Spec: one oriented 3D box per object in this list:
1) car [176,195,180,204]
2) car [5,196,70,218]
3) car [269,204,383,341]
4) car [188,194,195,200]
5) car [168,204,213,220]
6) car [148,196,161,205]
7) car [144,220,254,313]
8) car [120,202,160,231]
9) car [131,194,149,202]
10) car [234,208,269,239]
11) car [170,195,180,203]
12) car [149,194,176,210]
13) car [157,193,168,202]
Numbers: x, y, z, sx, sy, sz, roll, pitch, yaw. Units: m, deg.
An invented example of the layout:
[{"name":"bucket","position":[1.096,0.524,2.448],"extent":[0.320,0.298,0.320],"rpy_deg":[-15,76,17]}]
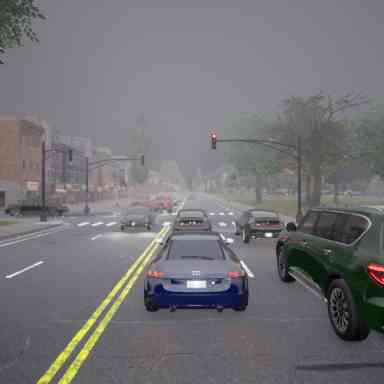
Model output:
[{"name":"car","position":[-3.445,1.394,54.149],"extent":[2.097,1.767,4.553],"rpy_deg":[0,1,0]},{"name":"car","position":[-14.518,1.377,31.514],"extent":[5.566,2.045,2.150],"rpy_deg":[0,0,-3]},{"name":"car","position":[3.314,1.235,6.641],"extent":[2.150,2.045,5.566],"rpy_deg":[0,0,0]},{"name":"car","position":[-0.167,1.304,84.399],"extent":[2.128,1.511,4.902],"rpy_deg":[0,0,0]},{"name":"car","position":[0.008,1.582,16.675],"extent":[1.837,1.490,4.892],"rpy_deg":[0,0,1]},{"name":"car","position":[-6.692,1.521,59.497],"extent":[1.812,1.442,4.674],"rpy_deg":[0,0,0]},{"name":"car","position":[0.065,1.583,7.787],"extent":[1.994,1.385,4.181],"rpy_deg":[0,0,0]},{"name":"car","position":[-3.391,1.613,21.642],"extent":[1.837,1.490,4.892],"rpy_deg":[0,0,0]},{"name":"car","position":[-6.678,1.332,44.142],"extent":[2.150,2.045,5.566],"rpy_deg":[0,0,0]},{"name":"car","position":[3.262,1.581,16.503],"extent":[1.837,1.490,4.892],"rpy_deg":[0,0,0]},{"name":"car","position":[-3.401,1.444,68.145],"extent":[1.812,1.442,4.674],"rpy_deg":[0,0,0]},{"name":"car","position":[-3.427,1.349,39.739],"extent":[2.150,2.045,5.566],"rpy_deg":[0,0,0]},{"name":"car","position":[-6.648,1.211,74.616],"extent":[2.097,1.767,4.553],"rpy_deg":[0,0,0]}]
